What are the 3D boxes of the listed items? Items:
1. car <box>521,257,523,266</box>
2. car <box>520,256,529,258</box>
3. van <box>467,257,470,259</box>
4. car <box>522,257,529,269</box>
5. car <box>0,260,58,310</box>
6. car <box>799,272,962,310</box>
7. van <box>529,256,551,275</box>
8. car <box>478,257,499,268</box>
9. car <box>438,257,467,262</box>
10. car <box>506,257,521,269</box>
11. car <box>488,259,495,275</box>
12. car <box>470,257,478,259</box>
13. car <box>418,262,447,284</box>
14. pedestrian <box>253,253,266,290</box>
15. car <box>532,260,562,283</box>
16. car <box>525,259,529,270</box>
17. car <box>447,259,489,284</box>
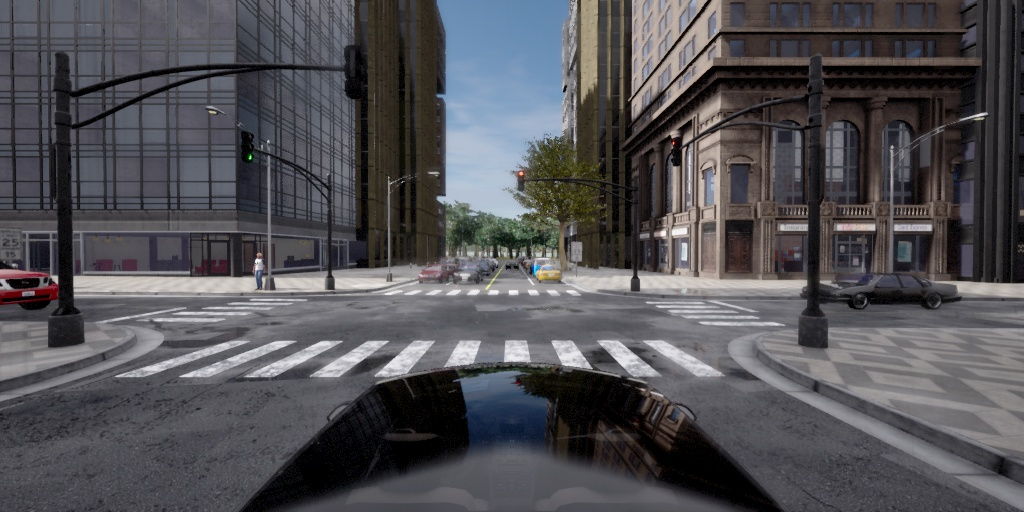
[{"bbox_3d":[2.701,1.211,55.412,1.888,1.381,4.507,0,0,0],"label":"car"},{"bbox_3d":[2.694,1.201,61.091,2.007,1.370,4.403,0,0,0],"label":"car"},{"bbox_3d":[-5.805,1.049,38.356,1.690,1.789,3.998,0,0,0],"label":"van"},{"bbox_3d":[2.707,1.207,49.903,1.751,1.417,4.829,0,0,0],"label":"car"},{"bbox_3d":[-18.386,0.841,11.560,5.566,2.045,2.150,1,1,0],"label":"car"},{"bbox_3d":[15.187,1.393,14.885,5.357,1.411,2.033,0,1,-2],"label":"car"},{"bbox_3d":[2.727,1.060,32.694,1.690,1.789,3.998,0,0,0],"label":"van"},{"bbox_3d":[-3.138,1.182,46.441,2.128,1.511,4.902,0,0,0],"label":"car"},{"bbox_3d":[-5.799,1.033,32.676,2.192,1.841,5.009,0,0,0],"label":"car"},{"bbox_3d":[0.041,1.273,53.428,1.895,1.301,4.718,0,0,0],"label":"car"},{"bbox_3d":[-3.133,1.260,36.329,2.033,1.411,5.357,0,0,0],"label":"car"},{"bbox_3d":[-5.812,1.010,44.036,2.192,1.841,5.009,0,0,0],"label":"car"},{"bbox_3d":[-5.792,1.310,26.996,1.802,1.307,4.207,0,0,0],"label":"car"},{"bbox_3d":[-12.541,0.740,17.816,0.375,1.860,0.375,0,0,0],"label":"pedestrian"},{"bbox_3d":[2.733,1.253,27.184,1.751,1.417,4.829,0,0,0],"label":"car"},{"bbox_3d":[2.720,1.274,38.374,1.948,1.339,4.313,0,0,0],"label":"car"},{"bbox_3d":[-3.134,1.220,26.507,2.128,1.511,4.902,0,0,1],"label":"car"}]
